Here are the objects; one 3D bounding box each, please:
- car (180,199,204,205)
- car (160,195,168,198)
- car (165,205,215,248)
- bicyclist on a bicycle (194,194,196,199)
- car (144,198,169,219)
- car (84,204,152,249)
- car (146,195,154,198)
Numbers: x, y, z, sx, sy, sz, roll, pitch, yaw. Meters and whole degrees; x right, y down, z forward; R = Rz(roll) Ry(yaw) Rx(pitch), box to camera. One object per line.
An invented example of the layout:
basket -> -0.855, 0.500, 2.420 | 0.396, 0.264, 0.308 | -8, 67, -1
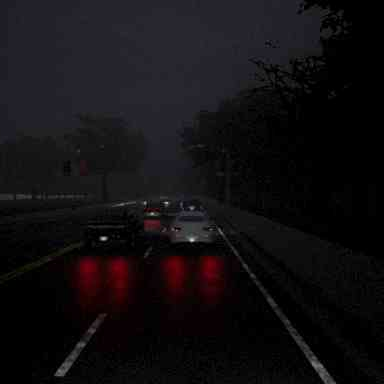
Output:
car -> 0.000, 1.375, 29.626 | 2.097, 1.767, 4.553 | 0, 0, 0
car -> -6.500, 1.508, 76.730 | 1.812, 1.442, 4.674 | 0, 0, 0
car -> 0.000, 1.537, 14.652 | 1.812, 1.442, 4.674 | 0, 0, 0
bicyclist on a bicycle -> 0.893, 1.428, 90.057 | 0.659, 1.776, 1.843 | 0, 0, 0
car -> -3.250, 1.525, 29.656 | 1.837, 1.490, 4.892 | 0, 0, 0
car -> -3.250, 1.499, 14.653 | 2.128, 1.511, 4.902 | 0, 0, 0
car -> -9.750, 1.508, 76.731 | 1.812, 1.442, 4.674 | 0, 0, 0
